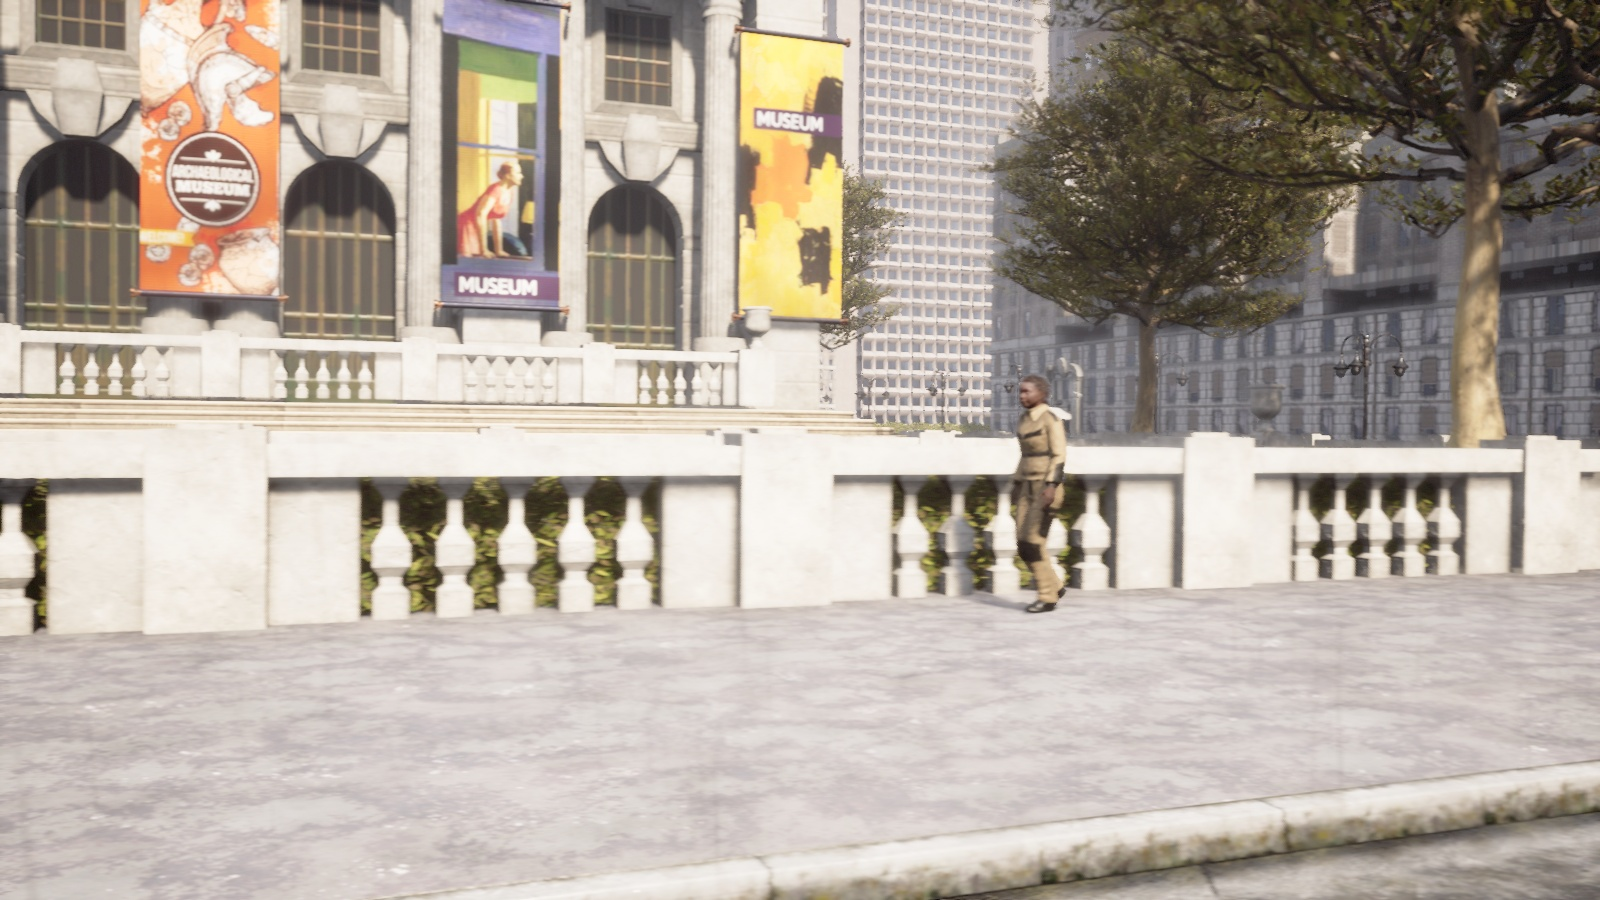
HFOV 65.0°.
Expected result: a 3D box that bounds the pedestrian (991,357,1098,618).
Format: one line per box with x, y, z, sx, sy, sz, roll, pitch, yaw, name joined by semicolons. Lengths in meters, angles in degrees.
1.871;0.273;9.613;0.692;1.930;0.396;-1;1;-25;pedestrian
